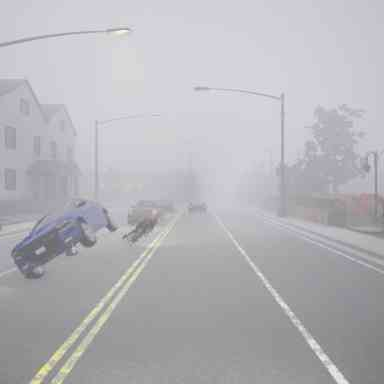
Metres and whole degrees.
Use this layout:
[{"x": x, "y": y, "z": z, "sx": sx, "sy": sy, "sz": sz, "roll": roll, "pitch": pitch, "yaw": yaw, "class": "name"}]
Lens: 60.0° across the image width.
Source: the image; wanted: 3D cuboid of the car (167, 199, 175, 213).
[{"x": -3.013, "y": 1.478, "z": 37.349, "sx": 1.882, "sy": 1.535, "sz": 5.008, "roll": 0, "pitch": 0, "yaw": 2, "class": "car"}]

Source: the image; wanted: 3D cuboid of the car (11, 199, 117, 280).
[{"x": -3.829, "y": 1.125, "z": 10.295, "sx": 1.882, "sy": 1.535, "sz": 5.008, "roll": -33, "pitch": 2, "yaw": -2, "class": "car"}]

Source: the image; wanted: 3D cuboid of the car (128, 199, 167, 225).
[{"x": -3.262, "y": 1.352, "z": 24.193, "sx": 2.097, "sy": 1.767, "sz": 4.553, "roll": 0, "pitch": 0, "yaw": 1, "class": "car"}]

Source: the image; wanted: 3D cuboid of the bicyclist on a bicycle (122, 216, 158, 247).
[{"x": -1.948, "y": 1.518, "z": 12.882, "sx": 1.620, "sy": 0.582, "sz": 1.656, "roll": -44, "pitch": -9, "yaw": -11, "class": "bicyclist on a bicycle"}]

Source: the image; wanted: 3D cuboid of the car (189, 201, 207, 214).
[{"x": 0.606, "y": 1.601, "z": 35.631, "sx": 1.895, "sy": 1.301, "sz": 4.718, "roll": 0, "pitch": 0, "yaw": 1, "class": "car"}]
